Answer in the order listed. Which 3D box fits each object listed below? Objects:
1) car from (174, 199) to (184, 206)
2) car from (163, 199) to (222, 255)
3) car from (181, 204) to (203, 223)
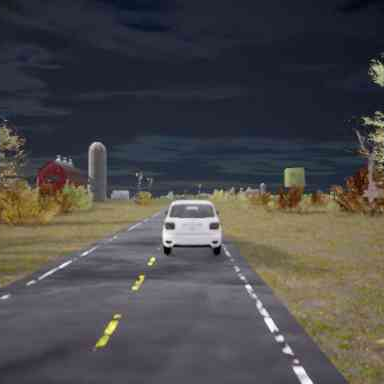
[{"bbox_3d":[-2.737,2.257,69.791,1.994,1.385,4.181,0,-1,0],"label":"car"},{"bbox_3d":[0.003,1.356,14.048,2.150,2.045,5.566,0,0,0],"label":"car"},{"bbox_3d":[0.009,1.819,29.421,1.812,1.442,4.674,0,0,0],"label":"car"}]
